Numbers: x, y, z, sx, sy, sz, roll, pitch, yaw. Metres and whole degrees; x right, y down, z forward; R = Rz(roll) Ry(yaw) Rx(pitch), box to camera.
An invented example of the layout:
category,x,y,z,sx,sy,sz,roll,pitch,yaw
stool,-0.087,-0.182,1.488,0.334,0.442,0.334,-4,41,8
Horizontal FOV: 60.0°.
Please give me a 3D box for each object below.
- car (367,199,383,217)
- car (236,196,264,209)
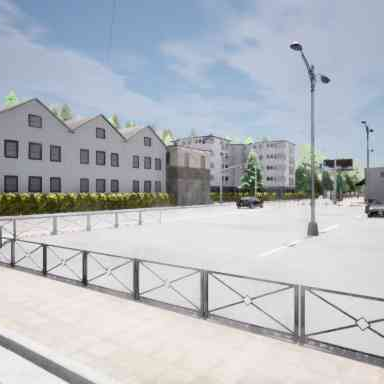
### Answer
category,x,y,z,sx,sy,sz,roll,pitch,yaw
car,15.430,1.298,26.804,2.007,1.523,4.514,0,0,35
car,7.373,1.286,41.946,1.882,1.535,5.008,0,0,35
